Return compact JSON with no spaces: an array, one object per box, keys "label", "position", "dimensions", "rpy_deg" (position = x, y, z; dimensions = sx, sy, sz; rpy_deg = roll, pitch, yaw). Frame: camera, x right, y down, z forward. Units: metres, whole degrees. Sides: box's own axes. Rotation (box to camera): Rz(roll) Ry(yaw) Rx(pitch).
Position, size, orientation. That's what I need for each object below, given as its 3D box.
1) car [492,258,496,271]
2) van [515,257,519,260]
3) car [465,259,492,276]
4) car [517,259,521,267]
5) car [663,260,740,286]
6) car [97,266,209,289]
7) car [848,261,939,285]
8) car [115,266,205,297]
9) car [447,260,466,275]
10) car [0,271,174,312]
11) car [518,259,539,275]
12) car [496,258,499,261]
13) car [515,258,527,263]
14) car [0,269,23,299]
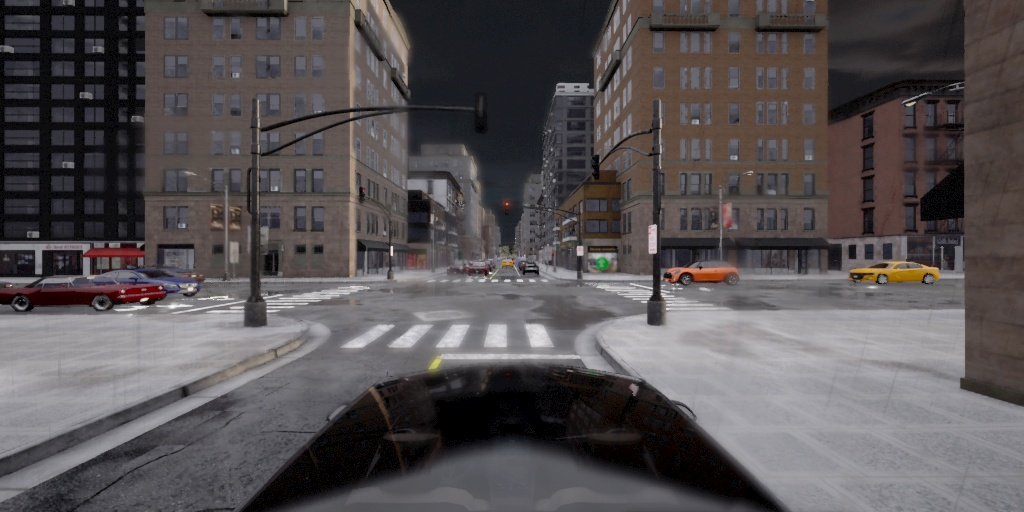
[{"label":"car","position":[-3.515,1.308,47.415],"dimensions":[1.837,1.490,4.892],"rpy_deg":[0,0,0]},{"label":"van","position":[1.869,1.173,61.727],"dimensions":[1.690,1.789,3.998],"rpy_deg":[0,0,0]},{"label":"car","position":[-3.450,1.265,37.822],"dimensions":[1.882,1.535,5.008],"rpy_deg":[0,0,0]},{"label":"car","position":[1.947,1.391,50.706],"dimensions":[1.802,1.307,4.207],"rpy_deg":[0,0,0]},{"label":"car","position":[12.701,1.054,24.287],"dimensions":[4.553,1.767,2.097],"rpy_deg":[0,0,-1]},{"label":"car","position":[-23.696,1.395,23.848],"dimensions":[5.357,1.411,2.033],"rpy_deg":[0,0,-1]},{"label":"car","position":[25.912,1.125,24.450],"dimensions":[5.008,1.535,1.882],"rpy_deg":[0,0,0]},{"label":"car","position":[-17.736,1.337,17.211],"dimensions":[4.674,1.442,1.812],"rpy_deg":[0,0,1]},{"label":"car","position":[-6.000,1.229,39.628],"dimensions":[1.967,1.591,4.097],"rpy_deg":[0,0,0]},{"label":"car","position":[-16.565,1.401,13.982],"dimensions":[4.718,1.301,1.895],"rpy_deg":[0,0,-1]},{"label":"car","position":[2.025,1.355,39.684],"dimensions":[1.948,1.339,4.313],"rpy_deg":[0,0,0]},{"label":"car","position":[-3.576,1.424,57.555],"dimensions":[1.895,1.301,4.718],"rpy_deg":[0,0,0]},{"label":"car","position":[1.908,1.386,56.217],"dimensions":[1.948,1.339,4.313],"rpy_deg":[0,0,0]},{"label":"car","position":[-27.462,1.396,17.097],"dimensions":[5.357,1.411,2.033],"rpy_deg":[0,0,-1]}]
